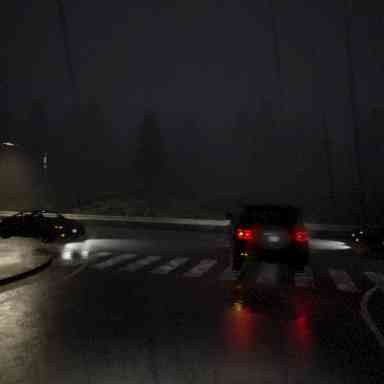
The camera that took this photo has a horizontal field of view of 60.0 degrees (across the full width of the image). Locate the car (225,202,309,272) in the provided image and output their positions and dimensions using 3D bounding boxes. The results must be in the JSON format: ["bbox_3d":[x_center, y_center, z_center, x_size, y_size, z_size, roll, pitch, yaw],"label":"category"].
[{"bbox_3d":[2.417,1.380,11.680,2.150,2.045,5.566,2,0,4],"label":"car"}]

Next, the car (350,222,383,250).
[{"bbox_3d":[9.600,1.893,15.287,4.181,1.385,1.994,1,-1,15],"label":"car"}]

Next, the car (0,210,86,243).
[{"bbox_3d":[-7.247,1.573,16.069,4.181,1.385,1.994,1,-1,22],"label":"car"}]
